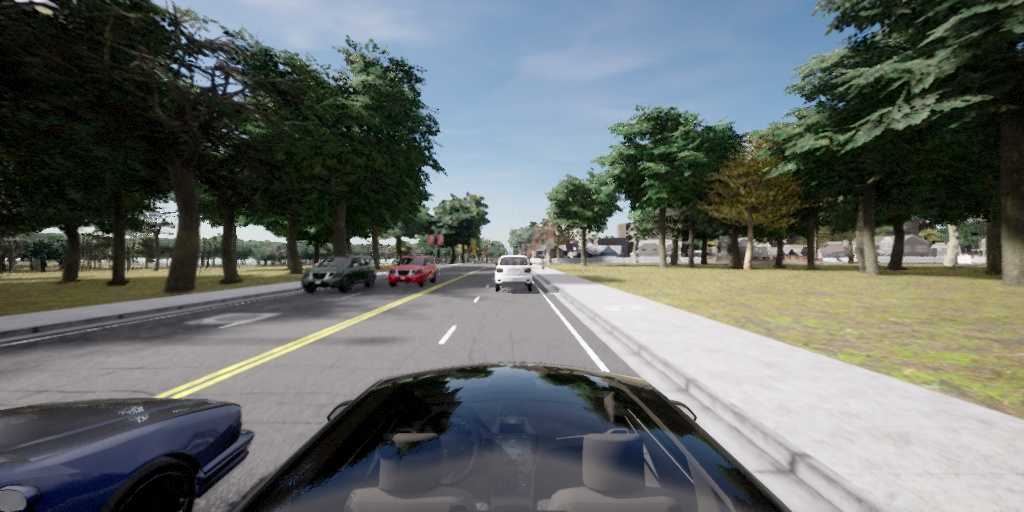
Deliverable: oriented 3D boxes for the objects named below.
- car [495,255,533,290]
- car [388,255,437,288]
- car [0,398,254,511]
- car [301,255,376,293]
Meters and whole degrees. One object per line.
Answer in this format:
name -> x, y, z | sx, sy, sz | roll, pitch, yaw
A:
car -> 0.105, 0.974, 22.444 | 2.150, 2.045, 5.566 | 0, 0, 0
car -> -6.592, 0.975, 24.459 | 2.150, 2.045, 5.566 | 0, 0, 0
car -> -3.151, 1.298, 0.592 | 2.033, 1.411, 5.357 | 0, 0, 0
car -> -9.846, 0.973, 20.945 | 2.150, 2.045, 5.566 | 0, 0, 0
